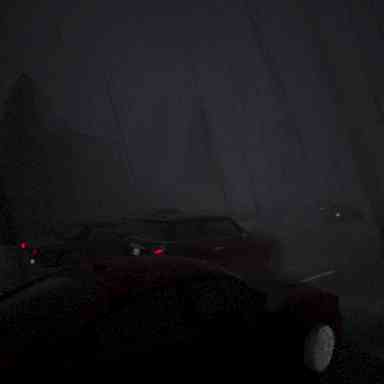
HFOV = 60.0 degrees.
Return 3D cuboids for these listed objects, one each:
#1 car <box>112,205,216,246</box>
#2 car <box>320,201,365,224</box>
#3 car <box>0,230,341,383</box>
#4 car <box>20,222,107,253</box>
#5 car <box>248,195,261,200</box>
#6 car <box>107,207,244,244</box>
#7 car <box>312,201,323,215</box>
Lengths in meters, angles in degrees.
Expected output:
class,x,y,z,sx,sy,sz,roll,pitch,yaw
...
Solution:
class,x,y,z,sx,sy,sz,roll,pitch,yaw
car,-1.253,1.504,16.511,5.008,1.535,1.882,0,0,-41
car,11.479,1.565,24.879,1.994,1.385,4.181,0,0,39
car,-0.252,1.484,3.805,5.008,1.535,1.882,0,0,-37
car,-2.729,1.624,10.651,4.718,1.301,1.895,0,0,-39
car,17.476,1.596,92.741,1.812,1.442,4.674,0,0,-27
car,0.411,1.364,8.789,4.553,1.767,2.097,0,0,-39
car,13.451,1.569,33.648,1.994,1.385,4.181,0,0,30
